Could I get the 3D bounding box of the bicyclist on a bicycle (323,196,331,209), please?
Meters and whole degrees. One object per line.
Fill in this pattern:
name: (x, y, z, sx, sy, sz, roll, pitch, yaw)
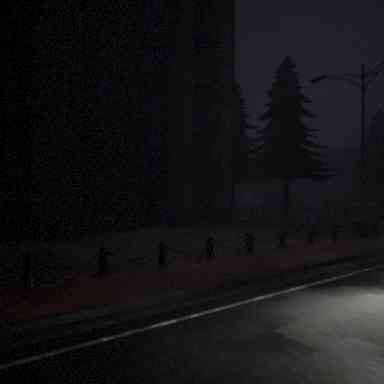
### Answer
bicyclist on a bicycle: (16.338, 1.337, 40.158, 1.656, 1.620, 0.582, 0, 0, -37)
